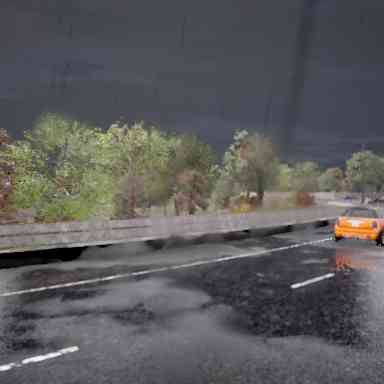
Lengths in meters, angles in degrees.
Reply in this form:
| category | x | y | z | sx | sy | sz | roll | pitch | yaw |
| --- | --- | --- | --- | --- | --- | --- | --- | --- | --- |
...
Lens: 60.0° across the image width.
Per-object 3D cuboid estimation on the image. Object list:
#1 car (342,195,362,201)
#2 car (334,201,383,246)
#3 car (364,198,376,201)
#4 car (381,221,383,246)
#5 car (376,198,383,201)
| category | x | y | z | sx | sy | sz | roll | pitch | yaw |
| --- | --- | --- | --- | --- | --- | --- | --- | --- | --- |
| car | 39.528 | 1.850 | 83.005 | 2.150 | 2.045 | 5.566 | 0 | 0 | 3 |
| car | 8.891 | 1.510 | 16.489 | 4.553 | 1.767 | 2.097 | 1 | -1 | -45 |
| car | 43.015 | 2.237 | 82.729 | 1.895 | 1.301 | 4.718 | 0 | 0 | 3 |
| car | 8.375 | 1.667 | 11.017 | 5.357 | 1.411 | 2.033 | 1 | 0 | -43 |
| car | 46.503 | 2.159 | 82.426 | 1.837 | 1.490 | 4.892 | 0 | 0 | 3 |
